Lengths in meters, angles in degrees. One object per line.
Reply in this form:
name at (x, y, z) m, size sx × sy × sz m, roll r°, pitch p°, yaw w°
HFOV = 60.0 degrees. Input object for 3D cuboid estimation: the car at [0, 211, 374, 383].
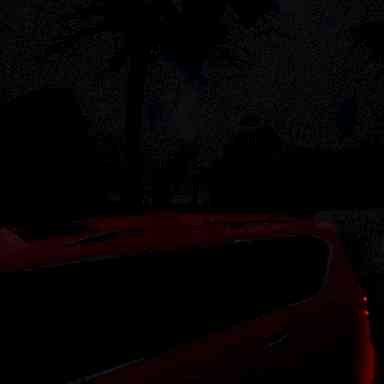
car at (-0.869, 1.226, 2.452) m, size 5.566 × 2.045 × 2.150 m, roll 1°, pitch 0°, yaw -35°
